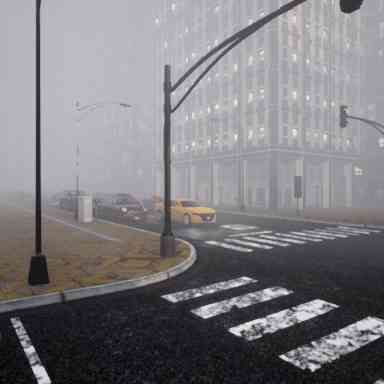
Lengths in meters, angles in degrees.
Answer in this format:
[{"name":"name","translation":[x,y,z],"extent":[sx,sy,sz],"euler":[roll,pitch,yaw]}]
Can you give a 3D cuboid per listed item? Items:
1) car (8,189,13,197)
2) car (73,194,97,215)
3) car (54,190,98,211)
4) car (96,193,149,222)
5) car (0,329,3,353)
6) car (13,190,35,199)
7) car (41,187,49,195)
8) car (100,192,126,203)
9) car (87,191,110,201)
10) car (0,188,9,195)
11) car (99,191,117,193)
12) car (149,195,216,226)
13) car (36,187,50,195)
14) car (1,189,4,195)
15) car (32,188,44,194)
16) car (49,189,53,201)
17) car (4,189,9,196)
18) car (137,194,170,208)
[{"name":"car","translation":[-30.498,0.321,58.536],"extent":[2.008,1.369,4.403],"euler":[1,0,-36]},{"name":"car","translation":[-7.802,1.102,26.798],"extent":[1.802,1.307,4.206],"euler":[1,0,-36]},{"name":"car","translation":[-11.038,0.728,31.331],"extent":[2.192,1.841,5.009],"euler":[1,0,-36]},{"name":"car","translation":[-4.556,1.068,22.264],"extent":[1.967,1.590,4.097],"euler":[1,0,-36]},{"name":"car","translation":[-4.387,1.440,3.432],"extent":[4.097,1.590,1.967],"euler":[0,0,-35]},{"name":"car","translation":[-27.256,0.422,54.002],"extent":[1.887,1.381,4.507],"euler":[1,0,-36]},{"name":"car","translation":[-33.457,-0.021,77.079],"extent":[1.887,1.381,4.507],"euler":[1,0,-36]},{"name":"car","translation":[-10.849,0.706,45.468],"extent":[1.752,1.417,4.829],"euler":[1,0,-36]},{"name":"car","translation":[-13.995,0.642,49.865],"extent":[1.947,1.339,4.313],"euler":[1,0,-36]},{"name":"car","translation":[-43.469,-0.113,76.672],"extent":[1.887,1.381,4.507],"euler":[1,0,-36]},{"name":"car","translation":[-5.934,0.861,28.619],"extent":[2.097,1.767,4.553],"euler":[0,1,-36]},{"name":"car","translation":[-0.525,1.165,21.053],"extent":[1.882,1.535,5.008],"euler":[0,1,-36]},{"name":"car","translation":[-36.695,-0.358,81.614],"extent":[2.192,1.841,5.009],"euler":[1,0,-36]},{"name":"car","translation":[-36.984,0.107,67.604],"extent":[2.008,1.369,4.403],"euler":[1,0,-36]},{"name":"car","translation":[-39.945,-0.214,86.151],"extent":[1.947,1.339,4.313],"euler":[1,0,-36]},{"name":"car","translation":[-17.566,0.648,44.971],"extent":[1.812,1.442,4.674],"euler":[0,1,-35]},{"name":"car","translation":[-33.741,0.208,63.070],"extent":[1.887,1.381,4.507],"euler":[1,0,-36]},{"name":"car","translation":[-4.264,0.980,36.257],"extent":[1.802,1.307,4.206],"euler":[1,0,-36]}]
